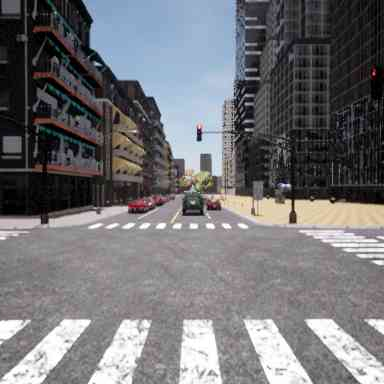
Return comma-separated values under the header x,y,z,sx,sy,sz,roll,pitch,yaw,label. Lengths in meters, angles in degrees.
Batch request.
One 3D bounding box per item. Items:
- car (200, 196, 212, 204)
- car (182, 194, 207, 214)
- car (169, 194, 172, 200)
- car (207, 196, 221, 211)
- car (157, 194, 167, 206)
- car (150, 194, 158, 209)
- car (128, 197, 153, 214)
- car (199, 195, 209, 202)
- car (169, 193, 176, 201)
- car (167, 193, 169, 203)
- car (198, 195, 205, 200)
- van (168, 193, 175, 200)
x,y,z,sx,sy,sz,roll,pitch,yaw,label
2.664,1.518,63.816,2.008,1.369,4.403,-1,0,0,car
0.121,1.199,35.022,2.150,2.045,5.566,0,0,1,car
-5.682,1.548,69.410,1.802,1.307,4.206,-1,0,0,car
2.657,1.519,41.220,1.887,1.381,4.507,-1,0,0,car
-5.690,1.285,52.463,2.192,1.841,5.009,-1,0,0,car
-5.691,1.415,41.165,1.967,1.590,4.097,-1,0,0,car
-5.691,1.522,35.516,1.887,1.381,4.507,-1,0,0,car
2.667,1.509,75.114,1.887,1.381,4.507,-1,0,0,car
-5.681,1.278,86.357,2.192,1.841,5.009,-1,0,0,car
-5.687,1.409,58.111,1.967,1.590,4.097,-1,0,0,car
2.671,1.488,92.231,1.752,1.417,4.829,-1,0,0,car
-5.679,1.303,92.004,1.690,1.788,3.998,-1,0,0,van
